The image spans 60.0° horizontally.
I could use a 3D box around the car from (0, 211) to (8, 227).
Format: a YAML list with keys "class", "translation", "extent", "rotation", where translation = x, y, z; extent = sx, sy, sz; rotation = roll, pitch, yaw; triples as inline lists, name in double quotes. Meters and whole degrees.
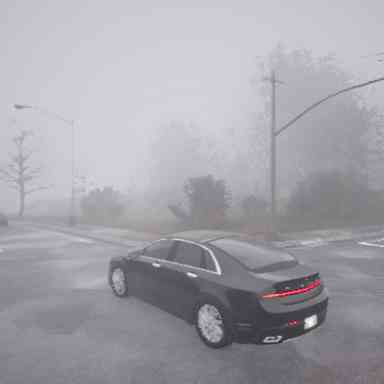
- class: "car"
  translation: [-15.934, 2.032, 26.244]
  extent: [1.994, 1.385, 4.181]
  rotation: [0, -3, -39]

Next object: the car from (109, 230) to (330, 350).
- class: "car"
  translation: [0.090, 1.503, 6.385]
  extent: [1.837, 1.490, 4.892]
  rotation: [0, 0, -39]
